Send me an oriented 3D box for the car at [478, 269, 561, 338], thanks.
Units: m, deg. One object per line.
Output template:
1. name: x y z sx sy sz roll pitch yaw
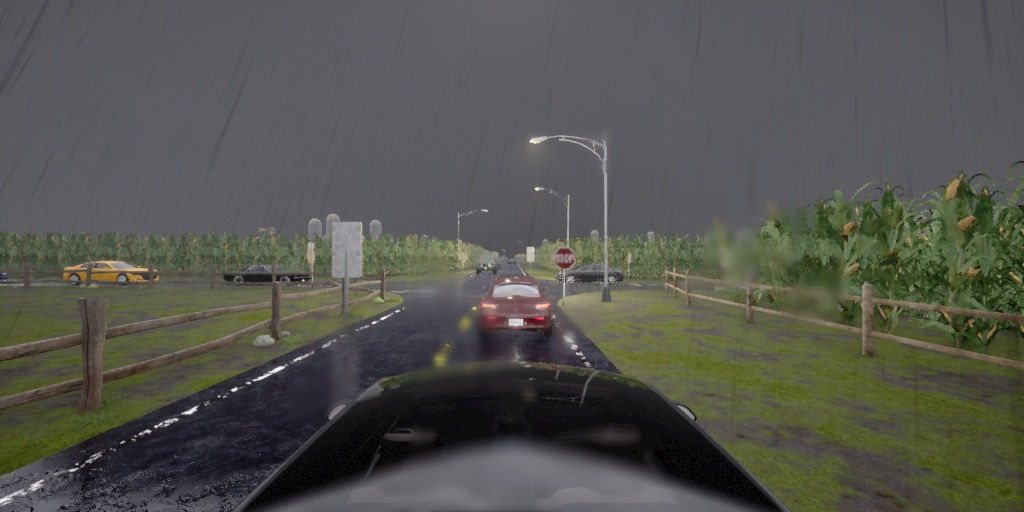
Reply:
1. car: 0.099 1.276 10.112 1.812 1.442 4.674 0 0 0

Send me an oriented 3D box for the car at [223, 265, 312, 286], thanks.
1. car: -15.684 1.251 23.208 4.718 1.301 1.895 0 -1 1

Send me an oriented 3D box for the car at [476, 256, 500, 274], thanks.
1. car: -2.839 0.961 41.138 2.150 2.045 5.566 0 0 0

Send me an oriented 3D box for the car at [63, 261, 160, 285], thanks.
1. car: -25.913 1.072 23.311 5.008 1.535 1.882 0 -1 1

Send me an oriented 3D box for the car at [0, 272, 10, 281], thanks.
1. car: -36.540 1.088 23.426 5.357 1.411 2.033 0 -1 1

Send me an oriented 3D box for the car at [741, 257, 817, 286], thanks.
1. car: 19.719 1.119 25.810 5.566 2.045 2.150 0 -1 0

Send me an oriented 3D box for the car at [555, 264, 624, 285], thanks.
1. car: 5.541 1.314 25.943 4.892 1.490 1.837 1 -1 1
